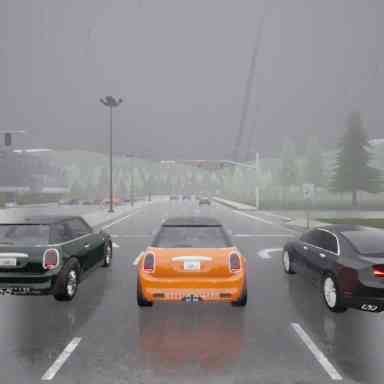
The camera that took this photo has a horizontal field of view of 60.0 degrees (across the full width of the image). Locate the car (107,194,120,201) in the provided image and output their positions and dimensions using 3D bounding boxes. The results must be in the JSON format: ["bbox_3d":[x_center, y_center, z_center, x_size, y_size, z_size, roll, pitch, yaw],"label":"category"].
[{"bbox_3d":[-19.857,1.353,84.036,2.097,1.767,4.553,0,0,0],"label":"car"}]

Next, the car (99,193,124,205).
[{"bbox_3d":[-12.900,1.351,53.522,2.097,1.767,4.553,0,0,0],"label":"car"}]

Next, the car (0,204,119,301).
[{"bbox_3d":[-3.500,1.352,8.472,2.097,1.767,4.553,0,0,0],"label":"car"}]

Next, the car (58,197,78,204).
[{"bbox_3d":[-20.020,1.491,54.008,2.128,1.511,4.902,0,0,3],"label":"car"}]

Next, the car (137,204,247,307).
[{"bbox_3d":[0.000,1.352,8.150,2.097,1.767,4.553,0,0,0],"label":"car"}]

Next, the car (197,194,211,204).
[{"bbox_3d":[2.166,1.526,57.241,1.812,1.442,4.674,0,0,0],"label":"car"}]

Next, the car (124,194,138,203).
[{"bbox_3d":[-12.844,1.555,67.790,1.994,1.385,4.181,0,0,0],"label":"car"}]

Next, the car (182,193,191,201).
[{"bbox_3d":[-1.360,1.222,88.282,2.150,2.045,5.566,0,0,0],"label":"car"}]

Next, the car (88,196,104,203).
[{"bbox_3d":[-19.844,1.595,69.017,1.895,1.301,4.718,0,0,0],"label":"car"}]

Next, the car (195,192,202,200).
[{"bbox_3d":[2.140,1.520,88.619,1.812,1.442,4.674,0,0,0],"label":"car"}]

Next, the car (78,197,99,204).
[{"bbox_3d":[-16.419,1.563,54.116,1.994,1.385,4.181,0,0,0],"label":"car"}]

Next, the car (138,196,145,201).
[{"bbox_3d":[-12.855,1.595,82.472,1.895,1.301,4.718,0,0,0],"label":"car"}]

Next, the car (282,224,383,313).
[{"bbox_3d":[3.499,1.505,7.653,1.837,1.490,4.892,0,0,0],"label":"car"}]

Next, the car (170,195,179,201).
[{"bbox_3d":[-4.860,1.495,88.543,1.837,1.490,4.892,0,0,0],"label":"car"}]
